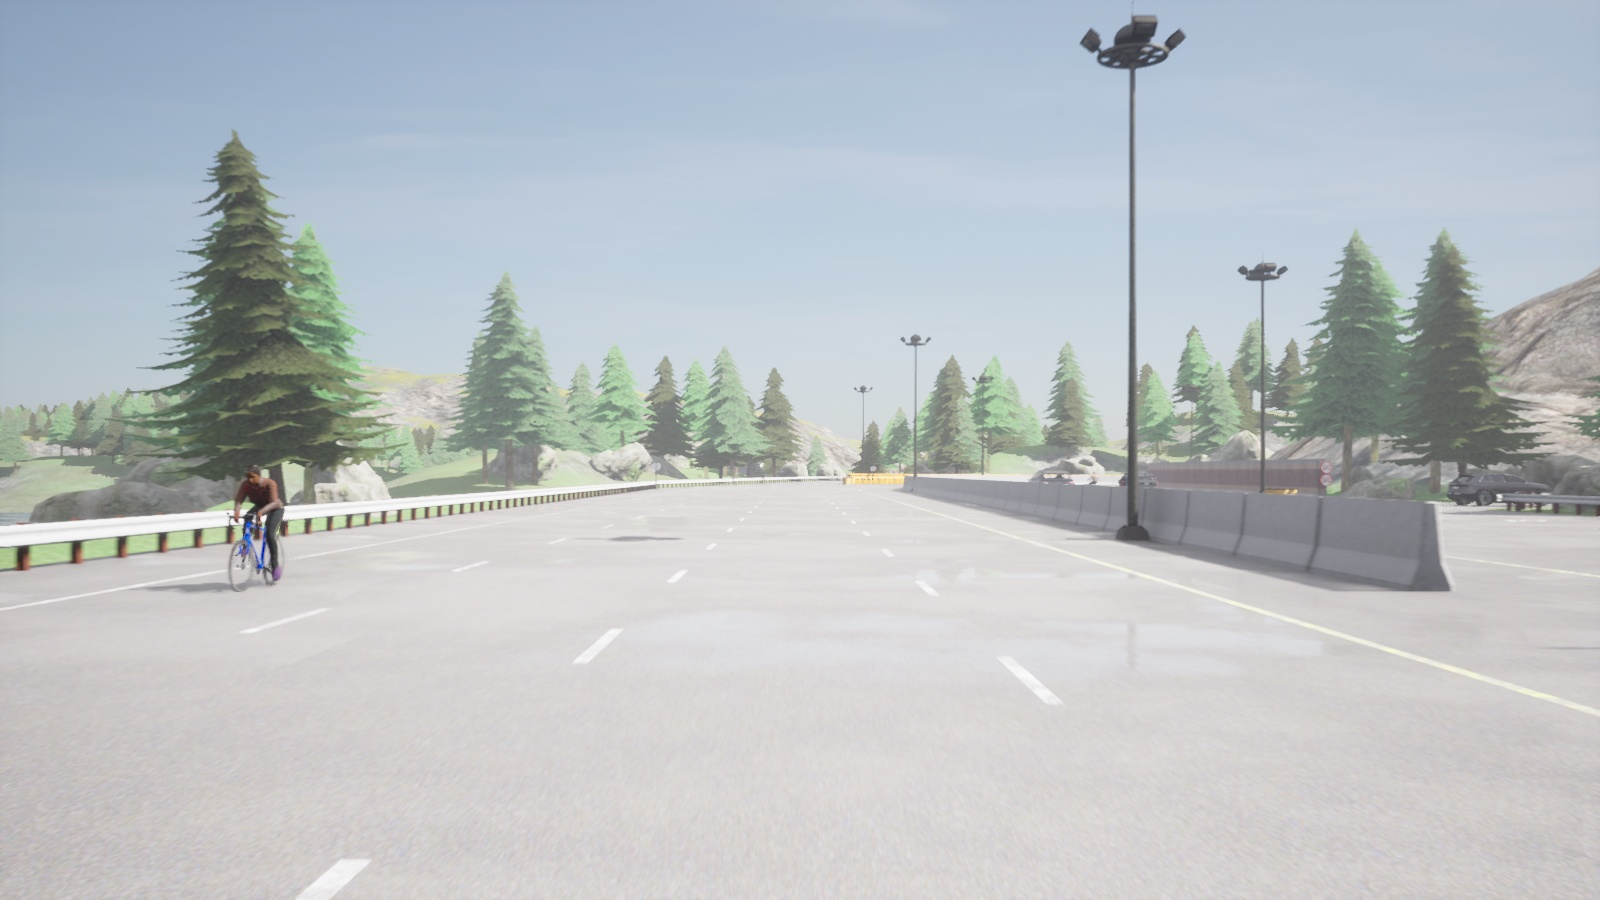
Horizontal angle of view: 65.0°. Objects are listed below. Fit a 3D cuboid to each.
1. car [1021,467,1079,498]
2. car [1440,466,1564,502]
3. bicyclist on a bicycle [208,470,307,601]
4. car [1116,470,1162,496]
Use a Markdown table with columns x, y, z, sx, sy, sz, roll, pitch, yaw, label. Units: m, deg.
| x | y | z | sx | sy | sz | roll | pitch | yaw | label |
| --- | --- | --- | --- | --- | --- | --- | --- | --- | --- |
| 13.772 | 1.773 | 69.526 | 2.242 | 1.667 | 4.611 | 0 | -1 | 0 | car |
| 33.682 | 1.621 | 60.353 | 4.856 | 1.649 | 2.033 | 0 | -1 | -4 | car |
| -7.037 | 1.071 | 16.366 | 0.582 | 1.620 | 1.656 | 0 | -1 | 0 | bicyclist on a bicycle |
| 20.734 | 2.003 | 77.005 | 1.789 | 1.549 | 3.705 | 0 | -1 | 0 | car |
